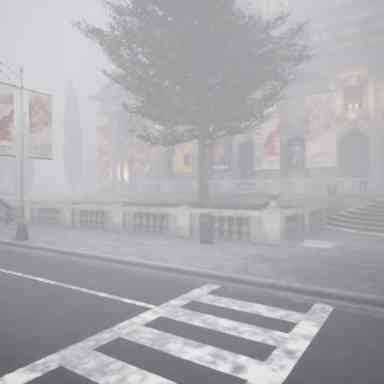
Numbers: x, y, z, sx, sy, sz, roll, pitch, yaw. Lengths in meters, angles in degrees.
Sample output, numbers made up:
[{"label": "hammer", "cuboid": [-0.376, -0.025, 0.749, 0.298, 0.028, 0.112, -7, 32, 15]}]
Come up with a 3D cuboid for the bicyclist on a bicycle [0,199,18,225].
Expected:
[{"label": "bicyclist on a bicycle", "cuboid": [-11.228, 1.237, 19.968, 0.582, 1.620, 1.656, 0, 1, 33]}]
